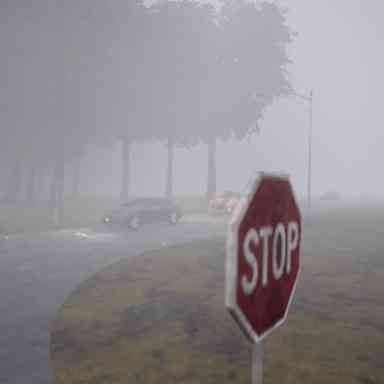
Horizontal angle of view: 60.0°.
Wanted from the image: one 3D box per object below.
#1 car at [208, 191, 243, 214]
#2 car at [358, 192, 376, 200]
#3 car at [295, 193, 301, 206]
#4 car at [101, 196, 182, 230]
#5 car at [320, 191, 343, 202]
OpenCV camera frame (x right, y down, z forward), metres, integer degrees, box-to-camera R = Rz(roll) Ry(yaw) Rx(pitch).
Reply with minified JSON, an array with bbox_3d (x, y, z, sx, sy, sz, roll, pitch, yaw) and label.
[{"bbox_3d":[3.151,0.710,24.986,2.097,1.767,4.553,2,2,37],"label":"car"},{"bbox_3d":[27.482,0.575,52.161,1.895,1.301,4.718,2,2,37],"label":"car"},{"bbox_3d":[9.451,0.724,33.277,1.812,1.442,4.674,2,2,38],"label":"car"},{"bbox_3d":[-2.515,1.020,17.539,1.837,1.490,4.892,2,2,37],"label":"car"},{"bbox_3d":[19.535,0.544,46.395,2.033,1.411,5.357,2,2,37],"label":"car"}]
